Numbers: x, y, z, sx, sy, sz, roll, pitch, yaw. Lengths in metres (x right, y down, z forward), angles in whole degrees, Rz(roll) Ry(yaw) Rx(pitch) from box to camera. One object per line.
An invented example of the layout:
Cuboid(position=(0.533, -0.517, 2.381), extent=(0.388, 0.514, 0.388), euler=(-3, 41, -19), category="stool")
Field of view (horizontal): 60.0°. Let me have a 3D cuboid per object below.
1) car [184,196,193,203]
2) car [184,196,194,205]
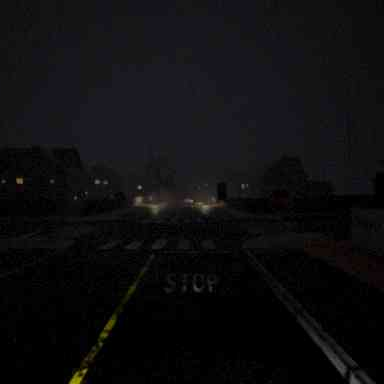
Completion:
Cuboid(position=(-0.765, 1.601, 74.142), extent=(1.882, 1.535, 5.008), euler=(0, -1, -2), category="car")
Cuboid(position=(-0.596, 1.729, 64.116), extent=(1.812, 1.442, 4.674), euler=(0, 0, -1), category="car")
